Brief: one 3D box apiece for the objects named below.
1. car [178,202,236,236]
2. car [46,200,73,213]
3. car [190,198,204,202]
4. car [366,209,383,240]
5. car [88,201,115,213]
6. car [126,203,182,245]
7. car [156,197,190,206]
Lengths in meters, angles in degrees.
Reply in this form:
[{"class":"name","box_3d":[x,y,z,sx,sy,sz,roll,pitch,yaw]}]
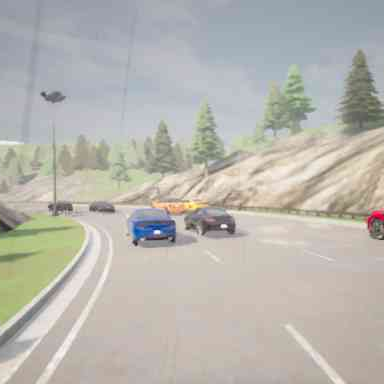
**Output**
[{"class":"car","box_3d":[0.871,1.514,18.334,1.812,1.442,4.674,-1,0,-17]},{"class":"car","box_3d":[-16.339,1.804,41.037,1.837,1.490,4.892,1,-1,-42]},{"class":"car","box_3d":[-0.151,1.489,37.526,1.882,1.535,5.008,0,0,-32]},{"class":"car","box_3d":[9.443,1.057,12.946,2.150,2.045,5.566,0,0,-11]},{"class":"car","box_3d":[-10.966,1.768,39.997,1.994,1.385,4.181,-1,0,-39]},{"class":"car","box_3d":[-2.090,1.518,16.028,1.882,1.535,5.008,0,0,-16]},{"class":"car","box_3d":[-2.558,1.405,34.697,2.097,1.767,4.553,-1,0,-30]}]
